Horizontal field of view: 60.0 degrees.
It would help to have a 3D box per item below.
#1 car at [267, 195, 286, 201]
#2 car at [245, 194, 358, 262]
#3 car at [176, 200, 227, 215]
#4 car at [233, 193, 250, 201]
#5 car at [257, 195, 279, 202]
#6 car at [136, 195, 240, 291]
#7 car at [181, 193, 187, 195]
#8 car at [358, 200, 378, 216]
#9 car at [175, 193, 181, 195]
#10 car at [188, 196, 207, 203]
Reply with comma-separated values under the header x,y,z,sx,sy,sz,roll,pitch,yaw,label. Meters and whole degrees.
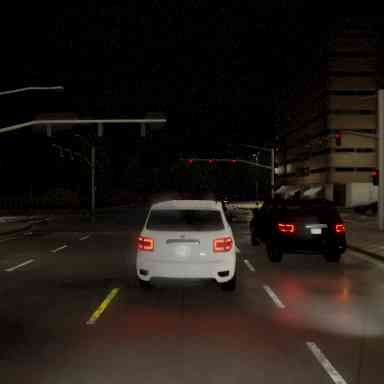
x,y,z,sx,sy,sz,roll,pitch,yaw,label
21.912,1.524,86.309,4.674,1.442,1.812,0,0,-22,car
3.588,1.221,12.245,2.150,2.045,5.566,0,0,0,car
0.932,1.526,33.155,4.892,1.490,1.837,0,0,0,car
13.140,1.225,80.799,5.566,2.045,2.150,0,0,-41,car
18.268,1.540,80.287,5.357,1.411,2.033,0,0,-33,car
0.024,1.221,9.222,2.150,2.045,5.566,0,0,4,car
-2.209,1.222,61.783,2.150,2.045,5.566,0,0,14,car
18.811,1.533,33.244,5.008,1.535,1.882,0,0,0,car
-3.297,1.352,51.962,2.097,1.767,4.553,0,0,3,car
1.275,1.540,71.528,2.033,1.411,5.357,0,0,27,car
